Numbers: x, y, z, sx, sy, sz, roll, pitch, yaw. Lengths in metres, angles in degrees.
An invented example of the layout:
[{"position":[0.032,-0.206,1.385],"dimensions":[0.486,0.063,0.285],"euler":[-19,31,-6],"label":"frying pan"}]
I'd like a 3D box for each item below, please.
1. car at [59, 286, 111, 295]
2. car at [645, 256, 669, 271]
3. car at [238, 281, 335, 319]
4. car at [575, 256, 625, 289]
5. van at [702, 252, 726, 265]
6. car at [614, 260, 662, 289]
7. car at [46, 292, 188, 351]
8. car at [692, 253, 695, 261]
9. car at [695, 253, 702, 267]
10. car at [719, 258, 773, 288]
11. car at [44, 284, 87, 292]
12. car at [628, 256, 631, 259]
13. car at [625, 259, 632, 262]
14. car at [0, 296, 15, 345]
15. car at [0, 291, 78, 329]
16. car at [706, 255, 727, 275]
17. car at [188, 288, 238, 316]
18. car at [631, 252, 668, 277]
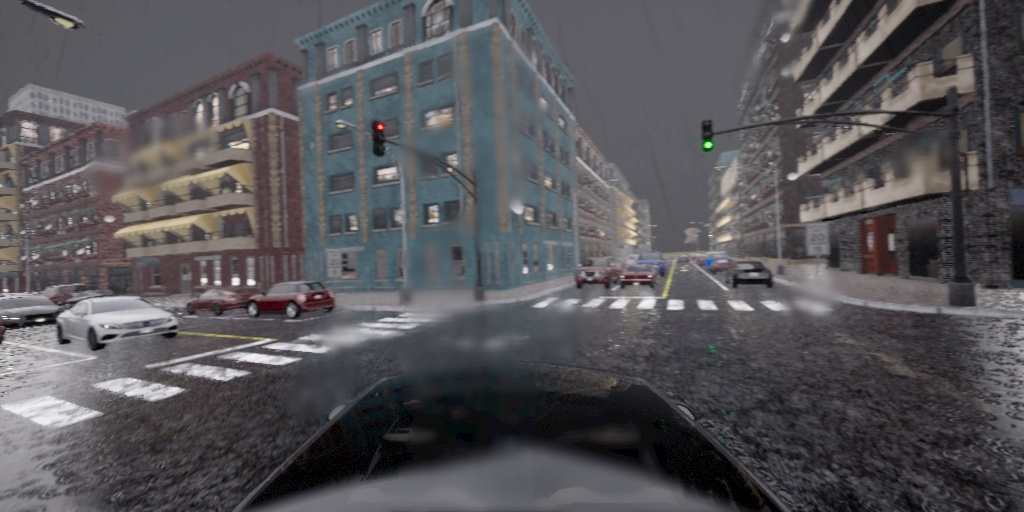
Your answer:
[{"position":[-30.169,3.158,25.847],"dimensions":[4.313,1.339,1.948],"euler":[0,0,25],"label":"car"},{"position":[16.160,0.814,39.871],"dimensions":[2.128,1.511,4.902],"euler":[-2,0,25],"label":"car"},{"position":[-10.117,1.891,16.397],"dimensions":[4.097,1.591,1.967],"euler":[0,0,25],"label":"car"},{"position":[5.480,0.972,22.572],"dimensions":[2.192,1.841,5.009],"euler":[0,0,25],"label":"car"},{"position":[19.609,0.493,34.390],"dimensions":[1.690,1.789,3.998],"euler":[0,0,25],"label":"van"},{"position":[7.604,1.165,21.354],"dimensions":[1.895,1.301,4.718],"euler":[-2,0,25],"label":"car"},{"position":[-12.960,2.061,11.723],"dimensions":[4.674,1.442,1.812],"euler":[-3,-1,27],"label":"car"},{"position":[28.917,0.438,54.552],"dimensions":[2.007,1.370,4.403],"euler":[0,0,25],"label":"car"},{"position":[24.263,0.460,44.471],"dimensions":[1.967,1.591,4.097],"euler":[0,0,25],"label":"car"},{"position":[12.628,0.915,19.268],"dimensions":[1.948,1.339,4.313],"euler":[0,0,25],"label":"car"},{"position":[-35.181,3.192,28.211],"dimensions":[5.009,1.841,2.192],"euler":[0,0,25],"label":"car"},{"position":[12.461,1.006,37.693],"dimensions":[1.888,1.381,4.507],"euler":[0,0,25],"label":"car"},{"position":[7.807,1.138,27.612],"dimensions":[1.888,1.381,4.507],"euler":[0,0,25],"label":"car"},{"position":[-18.471,2.254,11.615],"dimensions":[4.097,1.591,1.967],"euler":[0,0,25],"label":"car"},{"position":[-21.707,2.538,15.861],"dimensions":[4.892,1.490,1.837],"euler":[-4,-1,25],"label":"car"},{"position":[17.282,0.800,29.349],"dimensions":[1.802,1.307,4.207],"euler":[0,0,25],"label":"car"},{"position":[-15.131,2.319,18.758],"dimensions":[4.207,1.307,1.802],"euler":[0,0,25],"label":"car"},{"position":[11.771,0.669,30.413],"dimensions":[2.150,2.045,5.566],"euler":[-2,0,25],"label":"car"}]
